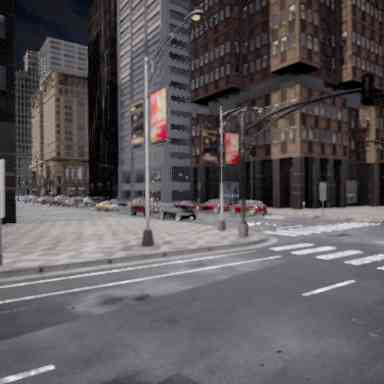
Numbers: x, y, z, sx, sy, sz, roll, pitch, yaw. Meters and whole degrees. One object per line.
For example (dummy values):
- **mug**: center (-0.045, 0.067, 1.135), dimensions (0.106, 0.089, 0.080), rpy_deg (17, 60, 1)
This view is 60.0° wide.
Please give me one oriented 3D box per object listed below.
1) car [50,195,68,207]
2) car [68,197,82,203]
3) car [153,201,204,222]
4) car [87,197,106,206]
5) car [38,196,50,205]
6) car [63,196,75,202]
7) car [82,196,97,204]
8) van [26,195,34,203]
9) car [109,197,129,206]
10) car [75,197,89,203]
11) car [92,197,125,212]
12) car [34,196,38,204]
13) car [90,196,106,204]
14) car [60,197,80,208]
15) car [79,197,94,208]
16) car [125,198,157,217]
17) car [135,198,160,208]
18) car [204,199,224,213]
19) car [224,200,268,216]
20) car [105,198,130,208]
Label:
- **car**: center (-23.353, 1.646, 59.940), dimensions (2.192, 1.841, 5.009), rpy_deg (-1, 0, -36)
- **car**: center (-29.014, 1.883, 82.547), dimensions (2.008, 1.369, 4.403), rpy_deg (-1, 0, -36)
- **car**: center (-1.280, 1.755, 29.029), dimensions (1.947, 1.339, 4.313), rpy_deg (-1, 0, -36)
- **car**: center (-17.850, 1.740, 62.158), dimensions (1.882, 1.535, 5.008), rpy_deg (-1, 0, -36)
- **car**: center (-29.659, 1.692, 68.772), dimensions (2.192, 1.841, 5.009), rpy_deg (-1, 0, -36)
- **car**: center (-32.266, 1.882, 87.101), dimensions (1.752, 1.417, 4.829), rpy_deg (-1, 0, -36)
- **car**: center (-22.712, 1.724, 73.716), dimensions (1.967, 1.590, 4.097), rpy_deg (-1, 0, -36)
- **van**: center (-39.116, 1.790, 82.020), dimensions (1.690, 1.788, 3.998), rpy_deg (-1, 0, -36)
- **car**: center (-13.353, 1.742, 60.609), dimensions (1.752, 1.417, 4.829), rpy_deg (-1, 0, -36)
- **car**: center (-25.864, 1.853, 78.132), dimensions (1.887, 1.381, 4.507), rpy_deg (-1, 0, -36)
- **car**: center (-10.640, 1.771, 42.138), dimensions (1.752, 1.417, 4.829), rpy_deg (-1, 0, -36)
- **car**: center (-32.808, 1.945, 73.189), dimensions (1.887, 1.381, 4.507), rpy_deg (-1, 0, -36)
- **car**: center (-19.560, 1.701, 69.301), dimensions (1.967, 1.590, 4.097), rpy_deg (-1, 0, -36)
- **car**: center (-20.197, 1.891, 55.525), dimensions (1.802, 1.307, 4.206), rpy_deg (-1, 0, -36)
- **car**: center (-16.667, 1.775, 55.339), dimensions (1.837, 1.490, 4.892), rpy_deg (-1, 0, -36)
- **car**: center (-4.436, 1.523, 33.443), dimensions (2.192, 1.841, 5.009), rpy_deg (-1, 0, -36)
- **car**: center (-6.950, 1.718, 51.641), dimensions (1.887, 1.381, 4.507), rpy_deg (-1, 0, -36)
- **car**: center (2.505, 1.555, 38.395), dimensions (1.967, 1.590, 4.097), rpy_deg (-1, 0, -36)
- **car**: center (5.657, 1.536, 33.979), dimensions (1.967, 1.590, 4.097), rpy_deg (-1, 0, -36)
- **car**: center (-12.294, 1.772, 54.432), dimensions (2.033, 1.411, 5.357), rpy_deg (-1, 0, -35)
